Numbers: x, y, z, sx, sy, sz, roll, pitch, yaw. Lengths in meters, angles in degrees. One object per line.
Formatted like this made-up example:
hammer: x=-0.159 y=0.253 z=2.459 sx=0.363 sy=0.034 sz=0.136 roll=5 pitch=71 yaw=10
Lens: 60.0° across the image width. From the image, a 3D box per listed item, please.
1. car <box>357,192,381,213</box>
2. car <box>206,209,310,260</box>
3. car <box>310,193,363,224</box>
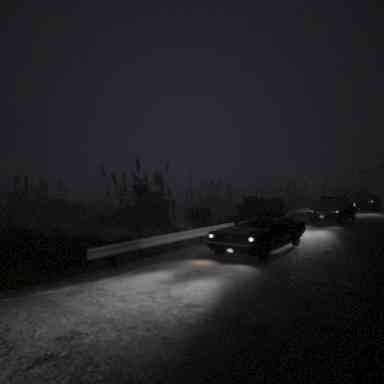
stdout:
car: x=14.615 y=0.783 z=28.275 sx=2.097 sy=1.767 sz=4.553 roll=-1 pitch=-1 yaw=36
car: x=2.483 y=1.457 z=12.141 sx=1.895 sy=1.301 sz=4.718 roll=-1 pitch=1 yaw=37
car: x=8.643 y=1.033 z=20.345 sx=2.128 sy=1.511 sz=4.902 roll=-1 pitch=1 yaw=37
